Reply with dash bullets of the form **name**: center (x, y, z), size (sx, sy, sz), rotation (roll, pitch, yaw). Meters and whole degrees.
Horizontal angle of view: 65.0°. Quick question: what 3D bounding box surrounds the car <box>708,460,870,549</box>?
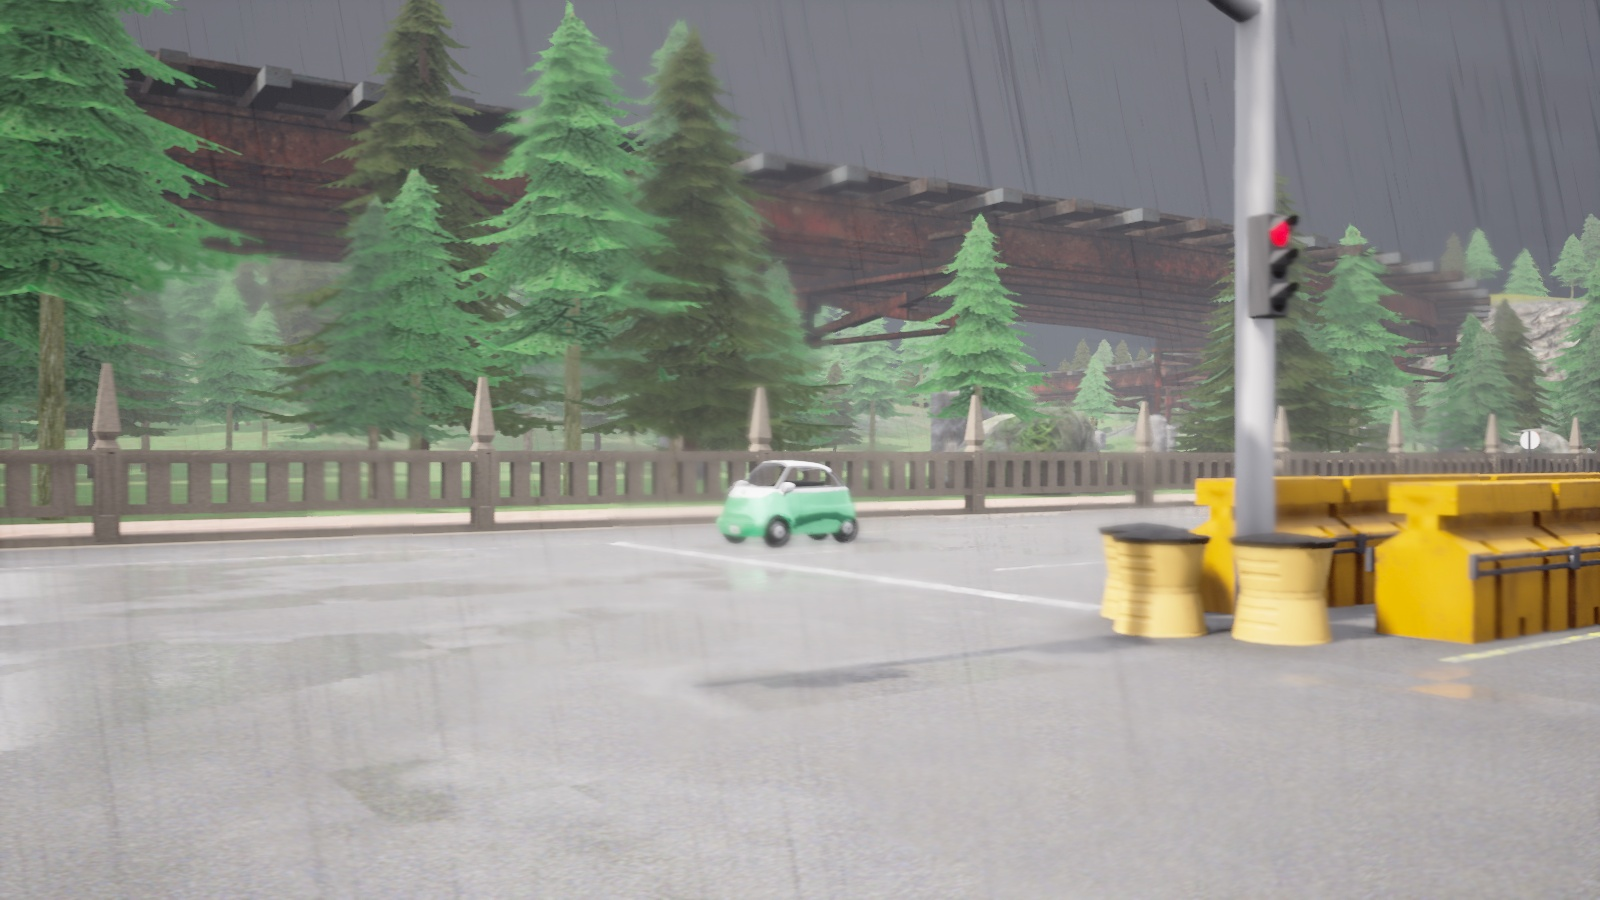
- **car**: center (-0.177, 0.850, 20.593), size (2.207, 1.376, 1.481), rotation (0, 0, -35)
